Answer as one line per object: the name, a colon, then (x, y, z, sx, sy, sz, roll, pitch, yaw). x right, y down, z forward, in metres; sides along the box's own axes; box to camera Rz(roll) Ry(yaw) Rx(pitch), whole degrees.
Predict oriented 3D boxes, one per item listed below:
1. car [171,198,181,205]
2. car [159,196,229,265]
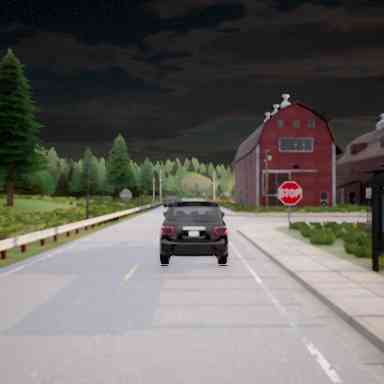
car: (-3.488, 2.040, 72.028, 1.837, 1.490, 4.892, 0, 0, 0)
car: (0.066, 1.314, 12.233, 2.150, 2.045, 5.566, 0, 0, 0)
